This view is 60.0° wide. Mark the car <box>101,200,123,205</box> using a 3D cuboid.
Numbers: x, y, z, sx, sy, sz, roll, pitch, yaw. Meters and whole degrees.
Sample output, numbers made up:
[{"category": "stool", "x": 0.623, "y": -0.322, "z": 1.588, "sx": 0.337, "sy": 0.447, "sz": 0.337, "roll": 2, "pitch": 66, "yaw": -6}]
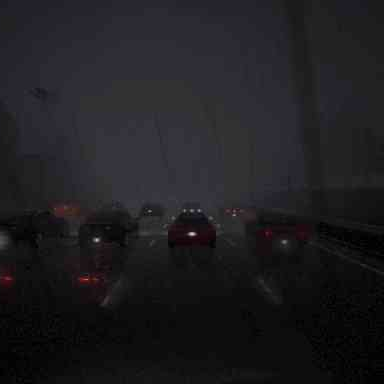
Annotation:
[{"category": "car", "x": -7.000, "y": 1.492, "z": 29.650, "sx": 2.128, "sy": 1.511, "sz": 4.902, "roll": 0, "pitch": 0, "yaw": 0}]

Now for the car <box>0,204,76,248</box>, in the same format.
[{"category": "car", "x": -7.000, "y": 1.513, "z": 14.650, "sx": 1.837, "sy": 1.490, "sz": 4.892, "roll": 0, "pitch": 0, "yaw": 0}]

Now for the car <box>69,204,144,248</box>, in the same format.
[{"category": "car", "x": -3.500, "y": 1.513, "z": 14.650, "sx": 1.837, "sy": 1.490, "sz": 4.892, "roll": 0, "pitch": 0, "yaw": 0}]

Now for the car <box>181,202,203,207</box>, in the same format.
[{"category": "car", "x": 0.000, "y": 1.561, "z": 29.650, "sx": 2.033, "sy": 1.411, "sz": 5.357, "roll": 0, "pitch": 0, "yaw": 0}]

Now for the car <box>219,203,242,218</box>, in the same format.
[{"category": "car", "x": 3.500, "y": 1.614, "z": 29.680, "sx": 1.895, "sy": 1.301, "sz": 4.718, "roll": 0, "pitch": 0, "yaw": 0}]

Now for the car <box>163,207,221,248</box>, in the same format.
[{"category": "car", "x": 0.000, "y": 1.570, "z": 14.650, "sx": 1.994, "sy": 1.385, "sz": 4.181, "roll": 0, "pitch": 0, "yaw": 0}]

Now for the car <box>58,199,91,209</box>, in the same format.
[{"category": "car", "x": -10.500, "y": 1.363, "z": 29.620, "sx": 2.097, "sy": 1.767, "sz": 4.553, "roll": 0, "pitch": 0, "yaw": 0}]

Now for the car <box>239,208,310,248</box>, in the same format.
[{"category": "car", "x": 3.500, "y": 1.614, "z": 14.680, "sx": 1.895, "sy": 1.301, "sz": 4.718, "roll": 0, "pitch": 0, "yaw": 0}]

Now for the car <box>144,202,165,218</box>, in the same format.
[{"category": "car", "x": -3.500, "y": 1.570, "z": 29.650, "sx": 1.994, "sy": 1.385, "sz": 4.181, "roll": 0, "pitch": 0, "yaw": 0}]
